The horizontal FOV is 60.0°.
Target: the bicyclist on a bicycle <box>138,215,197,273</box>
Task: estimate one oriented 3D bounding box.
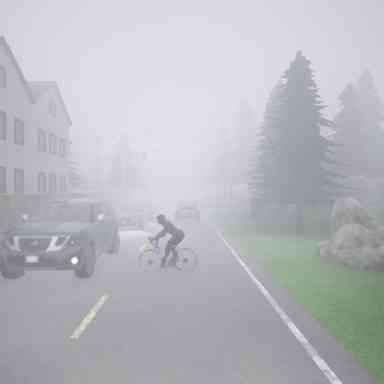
[{"bbox_3d":[-0.687,1.454,9.262,1.656,1.620,0.582,-2,0,-1],"label":"bicyclist on a bicycle"}]

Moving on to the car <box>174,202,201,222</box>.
[{"bbox_3d":[-0.353,1.490,26.106,2.128,1.511,4.902,0,0,-1],"label":"car"}]

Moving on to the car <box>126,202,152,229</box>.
[{"bbox_3d":[-3.927,1.563,21.229,1.994,1.385,4.181,0,0,-1],"label":"car"}]

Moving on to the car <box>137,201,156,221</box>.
[{"bbox_3d":[-3.974,1.503,27.205,1.837,1.490,4.892,0,0,-1],"label":"car"}]

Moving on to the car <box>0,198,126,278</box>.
[{"bbox_3d":[-3.766,1.224,10.488,2.150,2.045,5.566,0,0,-1],"label":"car"}]
